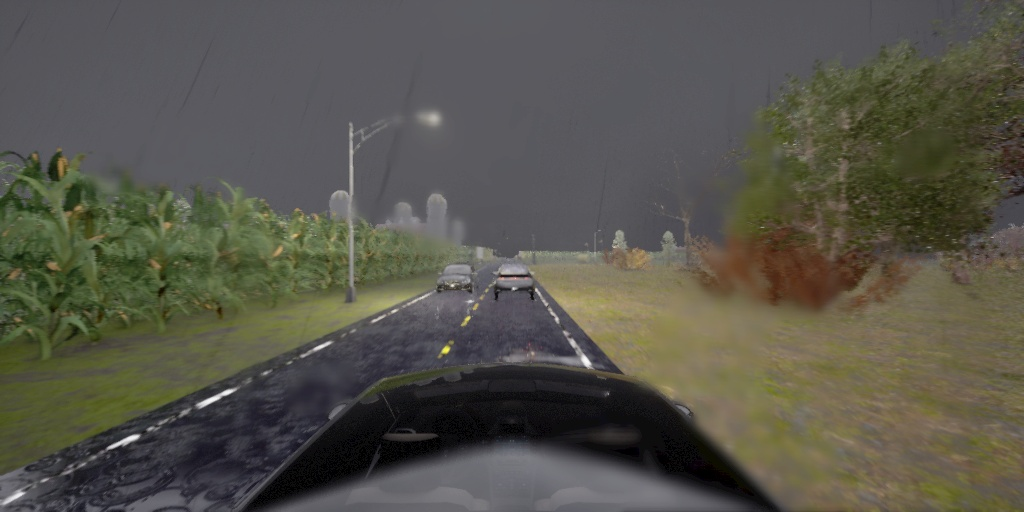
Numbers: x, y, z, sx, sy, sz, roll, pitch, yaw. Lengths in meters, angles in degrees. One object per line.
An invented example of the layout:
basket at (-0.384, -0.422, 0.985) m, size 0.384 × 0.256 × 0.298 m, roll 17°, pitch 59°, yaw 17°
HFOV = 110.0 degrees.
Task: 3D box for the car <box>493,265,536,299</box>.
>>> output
car at (0.097, 1.153, 17.357) m, size 2.128 × 1.511 × 4.902 m, roll 0°, pitch 0°, yaw 0°

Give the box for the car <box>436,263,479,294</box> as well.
car at (-2.847, 1.155, 19.534) m, size 1.837 × 1.490 × 4.892 m, roll 0°, pitch 0°, yaw 0°
